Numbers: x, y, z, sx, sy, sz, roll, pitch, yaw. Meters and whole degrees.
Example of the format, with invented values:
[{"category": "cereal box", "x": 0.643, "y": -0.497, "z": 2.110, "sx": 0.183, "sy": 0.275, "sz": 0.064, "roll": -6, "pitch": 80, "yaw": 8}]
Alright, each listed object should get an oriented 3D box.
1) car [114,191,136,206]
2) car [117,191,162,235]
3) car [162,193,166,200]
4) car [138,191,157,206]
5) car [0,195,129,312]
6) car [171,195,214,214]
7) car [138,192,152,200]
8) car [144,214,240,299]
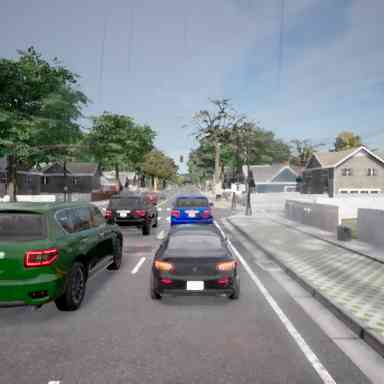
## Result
[{"category": "car", "x": -9.822, "y": 0.859, "z": 49.415, "sx": 2.150, "sy": 2.045, "sz": 5.566, "roll": 0, "pitch": 1, "yaw": 0}, {"category": "car", "x": -3.215, "y": 1.157, "z": 18.440, "sx": 2.150, "sy": 2.045, "sz": 5.566, "roll": 0, "pitch": 0, "yaw": 1}, {"category": "car", "x": -6.466, "y": 0.900, "z": 67.574, "sx": 1.994, "sy": 1.385, "sz": 4.181, "roll": 0, "pitch": 1, "yaw": 0}, {"category": "car", "x": -6.564, "y": 0.860, "z": 49.529, "sx": 2.150, "sy": 2.045, "sz": 5.566, "roll": 0, "pitch": 0, "yaw": 0}, {"category": "car", "x": -3.184, "y": 1.210, "z": 7.815, "sx": 2.150, "sy": 2.045, "sz": 5.566, "roll": 0, "pitch": 0, "yaw": 1}, {"category": "car", "x": 0.033, "y": 1.158, "z": 18.314, "sx": 2.150, "sy": 2.045, "sz": 5.566, "roll": 0, "pitch": 0, "yaw": 1}, {"category": "car", "x": -9.708, "y": 0.800, "z": 68.782, "sx": 2.128, "sy": 1.511, "sz": 4.902, "roll": 0, "pitch": 1, "yaw": 0}, {"category": "car", "x": 0.071, "y": 1.513, "z": 8.281, "sx": 1.812, "sy": 1.442, "sz": 4.674, "roll": 0, "pitch": 0, "yaw": 0}]
